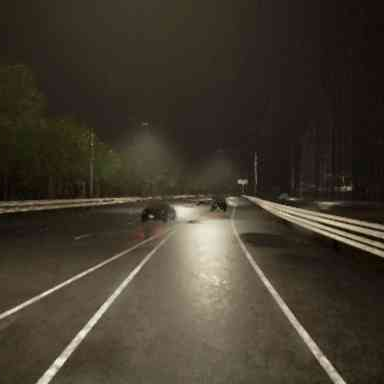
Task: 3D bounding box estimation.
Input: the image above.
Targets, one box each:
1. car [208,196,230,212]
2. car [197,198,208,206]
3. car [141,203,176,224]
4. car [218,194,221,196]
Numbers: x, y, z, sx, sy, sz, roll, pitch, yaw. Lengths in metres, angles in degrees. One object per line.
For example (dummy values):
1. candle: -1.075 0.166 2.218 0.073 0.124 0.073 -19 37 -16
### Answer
1. car: 3.401 1.593 41.081 1.837 1.490 4.892 0 0 8
2. car: 2.031 1.698 56.729 1.895 1.301 4.718 1 0 8
3. car: -2.460 1.535 25.018 1.812 1.442 4.674 0 0 8
4. car: 5.611 1.684 82.478 1.837 1.490 4.892 1 0 8
